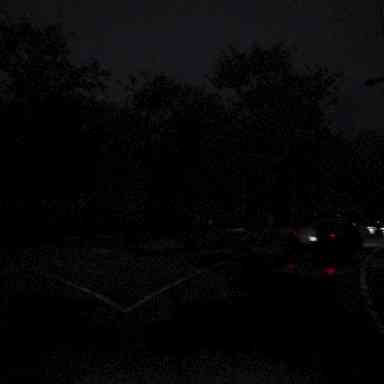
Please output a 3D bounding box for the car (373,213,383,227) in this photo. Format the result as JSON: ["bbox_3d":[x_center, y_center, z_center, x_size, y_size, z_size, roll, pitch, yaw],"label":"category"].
[{"bbox_3d":[18.324,2.707,31.504,4.181,1.385,1.994,6,-4,-43],"label":"car"}]

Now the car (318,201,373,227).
[{"bbox_3d":[11.058,1.714,24.633,5.566,2.045,2.150,4,-3,-43],"label":"car"}]

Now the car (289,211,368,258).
[{"bbox_3d":[5.438,1.651,13.273,1.994,1.385,4.181,0,-1,37],"label":"car"}]
